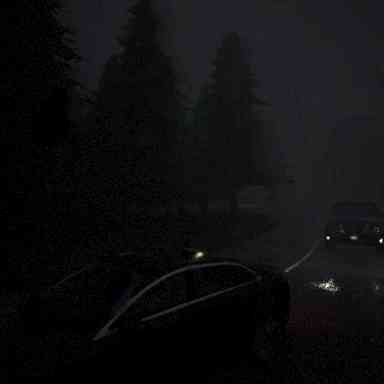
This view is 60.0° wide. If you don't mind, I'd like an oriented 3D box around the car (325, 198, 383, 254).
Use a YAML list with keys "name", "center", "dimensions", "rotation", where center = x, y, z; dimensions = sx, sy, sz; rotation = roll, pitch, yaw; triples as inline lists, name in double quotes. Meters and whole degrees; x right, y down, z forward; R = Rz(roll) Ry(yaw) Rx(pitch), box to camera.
- name: "car"
  center: [7.347, 1.395, 14.935]
  dimensions: [2.150, 2.045, 5.566]
  rotation: [0, -1, 28]

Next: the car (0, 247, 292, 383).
- name: "car"
  center: [-0.621, 1.538, 4.120]
  dimensions: [4.902, 1.511, 2.128]
  rotation: [1, -1, -44]

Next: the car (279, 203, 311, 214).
- name: "car"
  center: [13.089, 2.091, 42.519]
  dimensions: [1.895, 1.301, 4.718]
  rotation: [0, -1, -15]
